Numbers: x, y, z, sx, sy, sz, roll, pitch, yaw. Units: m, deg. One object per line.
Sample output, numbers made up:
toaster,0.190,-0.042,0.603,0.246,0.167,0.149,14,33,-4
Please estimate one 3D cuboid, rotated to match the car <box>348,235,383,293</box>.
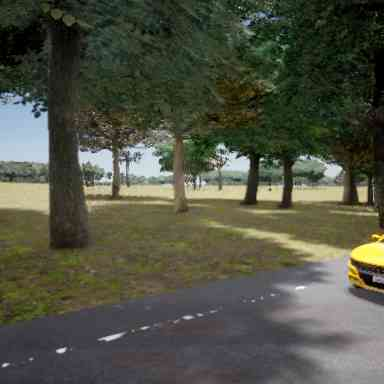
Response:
car,5.800,1.498,8.129,5.008,1.535,1.882,0,0,-35
